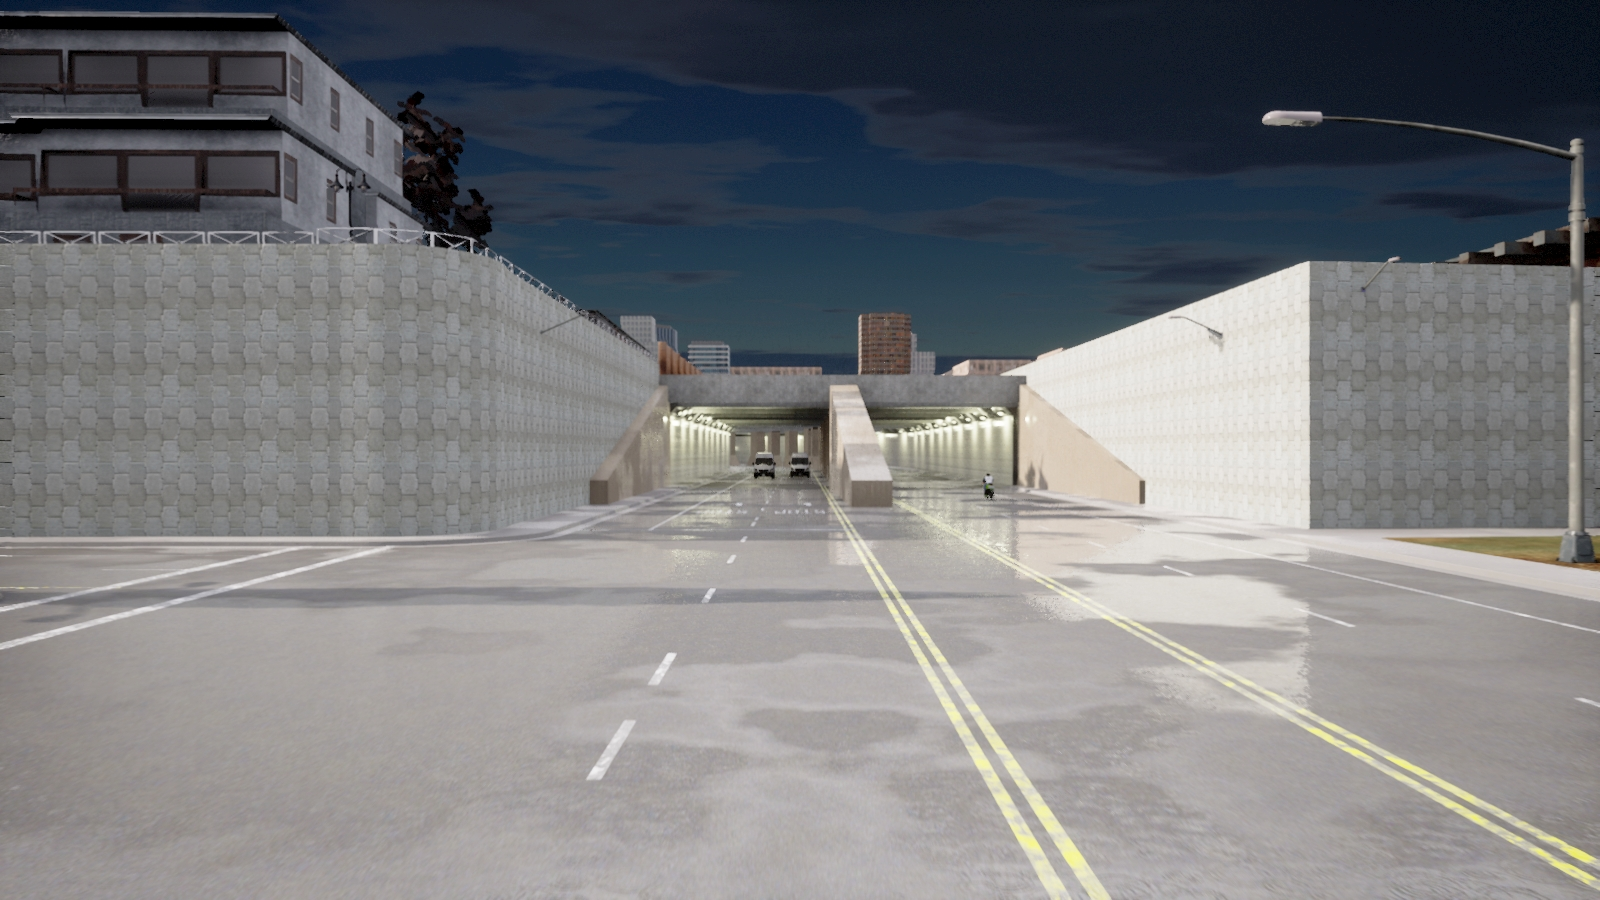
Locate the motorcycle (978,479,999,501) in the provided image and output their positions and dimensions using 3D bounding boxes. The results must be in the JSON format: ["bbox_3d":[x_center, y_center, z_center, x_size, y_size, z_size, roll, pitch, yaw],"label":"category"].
[{"bbox_3d":[10.480,2.216,63.625,0.803,1.145,2.033,0,0,0],"label":"motorcycle"}]
